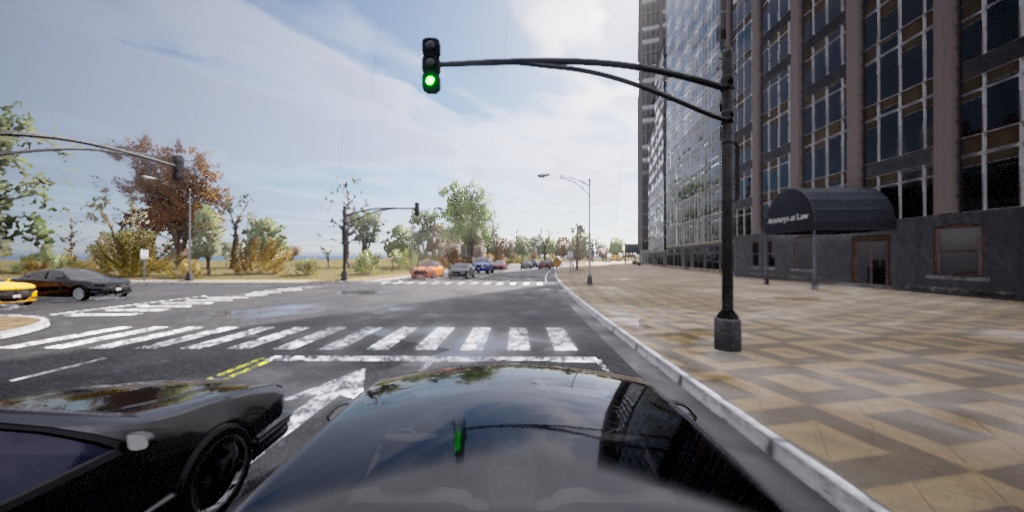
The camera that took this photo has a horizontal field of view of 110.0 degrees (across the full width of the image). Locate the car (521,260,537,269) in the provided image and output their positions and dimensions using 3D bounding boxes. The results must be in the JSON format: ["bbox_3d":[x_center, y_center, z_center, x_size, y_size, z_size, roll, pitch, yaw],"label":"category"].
[{"bbox_3d":[2.733,1.628,65.422,2.128,1.511,4.902,0,0,10],"label":"car"}]

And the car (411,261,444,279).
[{"bbox_3d":[-8.176,1.296,35.047,2.097,1.767,4.553,0,0,6],"label":"car"}]

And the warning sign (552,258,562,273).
[{"bbox_3d":[5.466,1.119,43.644,1.300,1.860,1.060,0,0,7],"label":"warning sign"}]

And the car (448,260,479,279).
[{"bbox_3d":[-4.886,1.452,35.332,1.837,1.490,4.892,0,0,6],"label":"car"}]

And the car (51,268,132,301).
[{"bbox_3d":[-21.855,1.368,17.816,5.008,1.535,1.882,0,0,4],"label":"car"}]

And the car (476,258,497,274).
[{"bbox_3d":[-3.729,1.234,46.009,2.150,2.045,5.566,0,0,7],"label":"car"}]

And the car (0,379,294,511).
[{"bbox_3d":[-3.129,1.294,1.097,2.033,1.411,5.357,0,0,1],"label":"car"}]

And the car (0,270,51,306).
[{"bbox_3d":[-22.492,1.362,14.594,5.008,1.535,1.882,0,0,3],"label":"car"}]

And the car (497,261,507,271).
[{"bbox_3d":[-2.001,1.565,58.013,1.882,1.535,5.008,0,-1,9],"label":"car"}]
